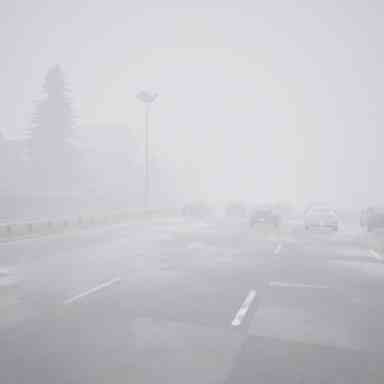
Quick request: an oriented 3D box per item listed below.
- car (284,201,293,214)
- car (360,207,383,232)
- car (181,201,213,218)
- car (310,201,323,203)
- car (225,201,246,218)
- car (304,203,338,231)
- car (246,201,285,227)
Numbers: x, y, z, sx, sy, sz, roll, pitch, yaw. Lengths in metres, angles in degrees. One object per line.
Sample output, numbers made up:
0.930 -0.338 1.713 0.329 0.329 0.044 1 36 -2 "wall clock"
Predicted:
9.989 1.711 36.788 1.994 1.385 4.181 0 0 20 "car"
11.734 1.633 20.731 1.812 1.442 4.674 0 0 19 "car"
0.524 1.596 31.019 1.837 1.490 4.892 0 0 19 "car"
12.981 1.679 34.747 1.812 1.442 4.674 0 0 20 "car"
4.470 1.602 31.681 2.128 1.511 4.902 0 0 19 "car"
8.187 1.621 21.199 1.812 1.442 4.674 0 -1 20 "car"
5.259 1.615 23.414 1.812 1.442 4.674 0 0 19 "car"
